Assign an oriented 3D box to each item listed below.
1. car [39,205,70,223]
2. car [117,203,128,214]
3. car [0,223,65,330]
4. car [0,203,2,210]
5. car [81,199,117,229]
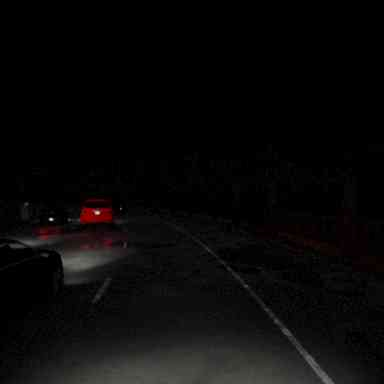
[{"bbox_3d":[-11.292,1.820,27.348,1.837,1.490,4.892,0,-1,-16],"label":"car"},{"bbox_3d":[-9.444,2.043,42.301,1.994,1.385,4.181,0,-1,-24],"label":"car"},{"bbox_3d":[-3.805,1.561,5.851,2.128,1.511,4.902,0,-1,-4],"label":"car"},{"bbox_3d":[-31.182,2.099,52.261,2.128,1.511,4.902,0,-1,-35],"label":"car"},{"bbox_3d":[-6.787,1.498,24.206,2.150,2.045,5.566,0,-1,-14],"label":"car"}]
